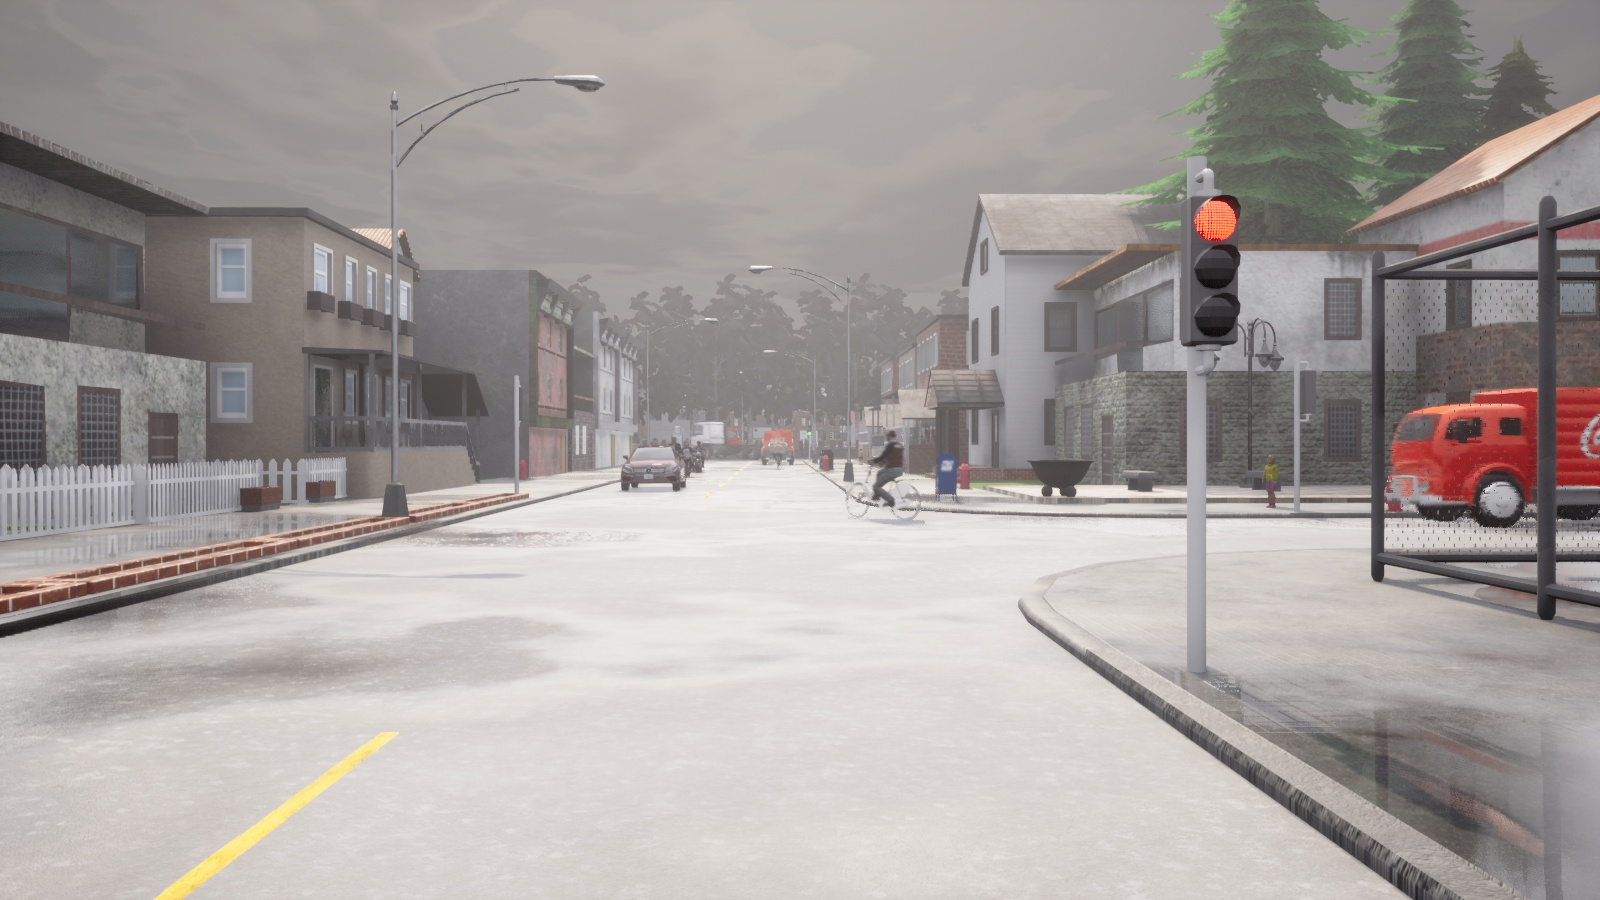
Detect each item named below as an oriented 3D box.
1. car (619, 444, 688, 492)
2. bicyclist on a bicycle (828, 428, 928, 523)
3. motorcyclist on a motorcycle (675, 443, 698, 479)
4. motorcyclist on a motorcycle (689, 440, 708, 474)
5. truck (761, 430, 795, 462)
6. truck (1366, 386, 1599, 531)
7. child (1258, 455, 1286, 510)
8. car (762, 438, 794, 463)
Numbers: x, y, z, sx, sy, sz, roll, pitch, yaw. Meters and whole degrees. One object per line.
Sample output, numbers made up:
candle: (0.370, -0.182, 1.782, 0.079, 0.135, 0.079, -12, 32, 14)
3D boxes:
car: (-4.706, 0.538, 40.827, 1.812, 1.442, 4.674, 0, 0, -2)
bicyclist on a bicycle: (1.494, 0.481, 24.327, 1.843, 1.776, 0.659, 1, -2, 41)
motorcyclist on a motorcycle: (-4.953, 0.467, 55.038, 0.866, 1.530, 2.191, 0, 0, -1)
motorcyclist on a motorcycle: (-5.101, 0.336, 63.268, 0.766, 1.649, 2.350, 0, 0, -1)
truck: (-1.733, -0.298, 98.422, 2.627, 2.467, 5.204, 0, 0, -1)
truck: (13.492, 0.142, 22.829, 5.204, 2.467, 2.627, 0, 0, -1)
child: (10.032, 0.690, 26.706, 0.473, 1.160, 0.299, 0, 0, -21)
car: (-1.523, 0.035, 86.683, 2.152, 1.651, 5.027, 0, 0, -1)
